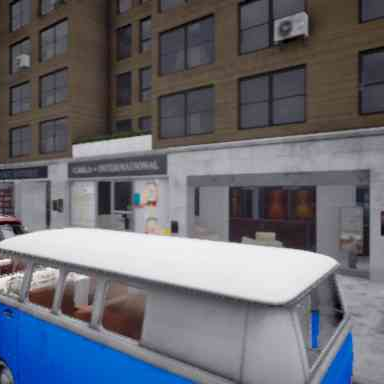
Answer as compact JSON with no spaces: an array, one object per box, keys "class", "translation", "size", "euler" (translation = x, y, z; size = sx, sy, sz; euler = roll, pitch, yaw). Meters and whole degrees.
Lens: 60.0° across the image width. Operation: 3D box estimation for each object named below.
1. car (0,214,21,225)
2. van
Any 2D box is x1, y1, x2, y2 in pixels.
[{"class":"car","translation":[-4.969,1.312,6.412],"size":[5.009,1.841,2.192],"euler":[0,0,35]},{"class":"van","translation":[-0.565,1.340,3.276],"size":[3.998,1.788,1.690],"euler":[0,0,35]}]
